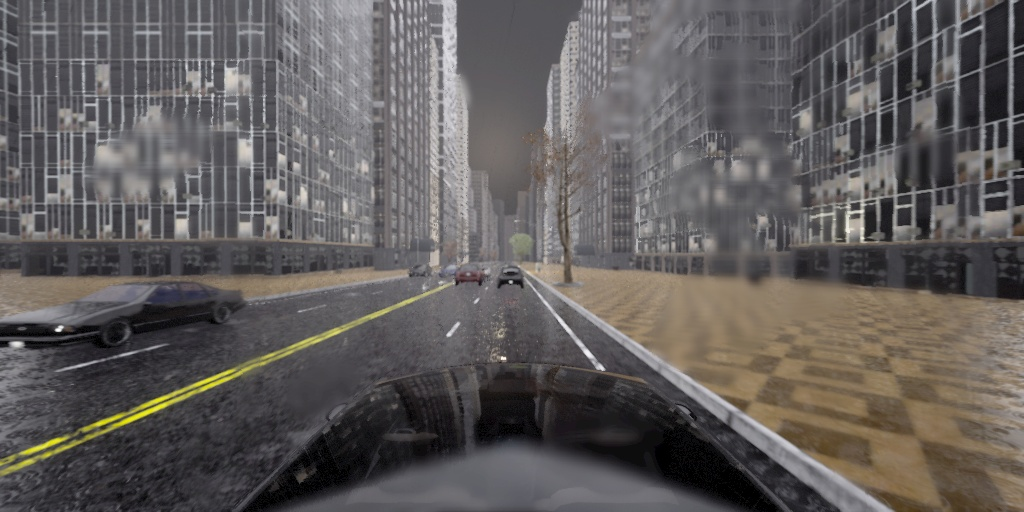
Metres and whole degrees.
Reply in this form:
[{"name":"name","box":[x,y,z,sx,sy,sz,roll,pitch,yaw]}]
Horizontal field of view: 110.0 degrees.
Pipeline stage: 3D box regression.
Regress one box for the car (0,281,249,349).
[{"name":"car","box":[-9.880,1.405,9.806,2.033,1.411,5.357,0,-1,0]}]

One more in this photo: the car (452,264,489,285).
[{"name":"car","box":[-3.326,1.409,29.343,2.097,1.767,4.553,0,-1,0]}]

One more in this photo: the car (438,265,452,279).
[{"name":"car","box":[-6.821,1.700,39.617,1.812,1.442,4.674,0,-1,0]}]

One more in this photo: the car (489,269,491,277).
[{"name":"car","box":[-3.408,1.780,40.671,1.895,1.301,4.718,0,-1,0]}]

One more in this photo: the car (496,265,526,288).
[{"name":"car","box":[-0.077,1.524,26.527,1.837,1.490,4.892,0,-1,0]}]

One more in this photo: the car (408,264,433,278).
[{"name":"car","box":[-10.073,1.689,39.920,1.837,1.490,4.892,0,-1,0]}]
